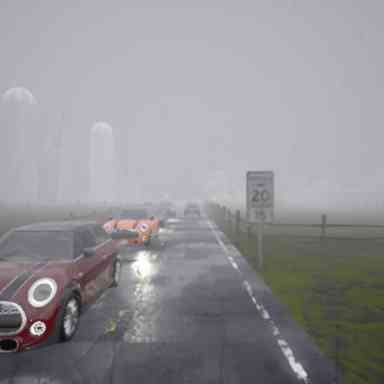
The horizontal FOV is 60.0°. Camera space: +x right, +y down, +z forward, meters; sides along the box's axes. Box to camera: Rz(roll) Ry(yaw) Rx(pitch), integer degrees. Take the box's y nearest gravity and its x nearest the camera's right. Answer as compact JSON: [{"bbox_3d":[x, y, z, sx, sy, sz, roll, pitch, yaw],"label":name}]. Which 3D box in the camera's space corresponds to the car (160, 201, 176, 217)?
[{"bbox_3d":[-2.797,1.751,35.542,2.097,1.767,4.553,0,-1,0],"label":"car"}]

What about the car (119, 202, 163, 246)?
[{"bbox_3d":[-2.831,1.531,16.140,2.097,1.767,4.553,0,-1,0],"label":"car"}]

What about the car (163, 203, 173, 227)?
[{"bbox_3d":[-2.832,1.834,25.707,2.033,1.411,5.357,0,-1,0],"label":"car"}]

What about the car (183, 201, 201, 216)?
[{"bbox_3d":[0.014,1.918,37.918,2.128,1.511,4.902,0,-1,0],"label":"car"}]

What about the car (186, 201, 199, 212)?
[{"bbox_3d":[0.024,2.062,49.003,1.837,1.490,4.892,0,0,0],"label":"car"}]

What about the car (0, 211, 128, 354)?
[{"bbox_3d":[-2.859,1.425,6.565,2.097,1.767,4.553,0,-1,1],"label":"car"}]
